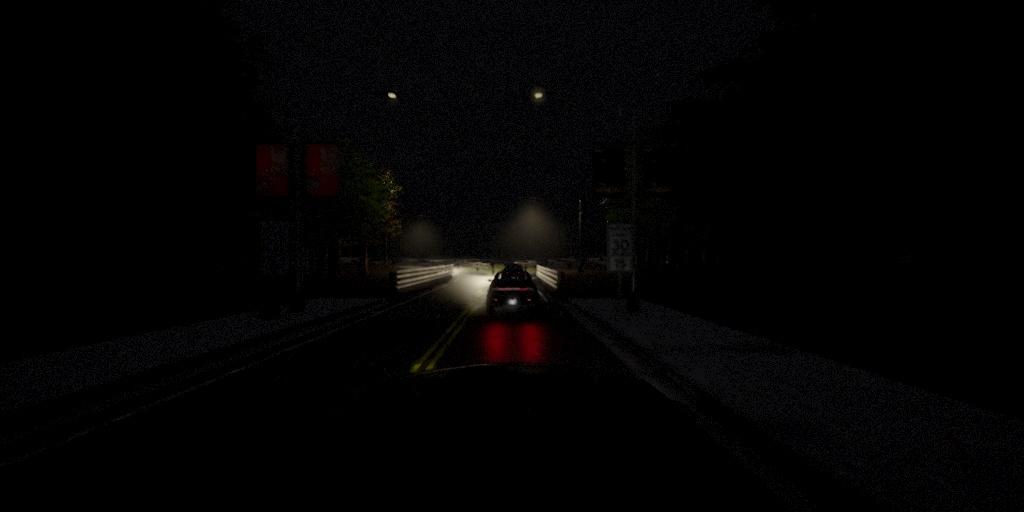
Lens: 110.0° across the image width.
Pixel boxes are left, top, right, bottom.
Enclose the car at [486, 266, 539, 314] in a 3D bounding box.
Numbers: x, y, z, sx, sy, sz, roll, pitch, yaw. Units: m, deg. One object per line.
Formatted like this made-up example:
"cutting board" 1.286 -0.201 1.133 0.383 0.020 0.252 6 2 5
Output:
"car" 0.042 1.330 14.256 2.128 1.511 4.902 0 0 0
